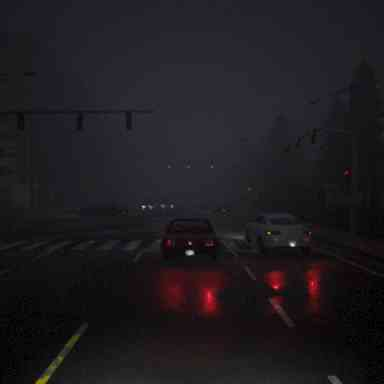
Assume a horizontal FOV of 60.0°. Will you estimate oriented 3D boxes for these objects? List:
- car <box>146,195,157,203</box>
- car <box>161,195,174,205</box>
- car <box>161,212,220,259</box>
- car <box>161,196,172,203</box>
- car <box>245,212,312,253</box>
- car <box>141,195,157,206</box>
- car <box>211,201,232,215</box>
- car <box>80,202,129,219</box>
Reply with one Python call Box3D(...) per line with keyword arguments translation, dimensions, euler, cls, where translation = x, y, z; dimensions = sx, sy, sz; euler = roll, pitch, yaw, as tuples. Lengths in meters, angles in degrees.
Box3D(translation=(-9.232, 1.583, 75.561), dimensions=(2.097, 1.767, 4.553), euler=(0, 0, -12), cls="car")
Box3D(translation=(-4.457, 1.532, 61.824), dimensions=(2.097, 1.767, 4.553), euler=(0, 0, 0), cls="car")
Box3D(translation=(-0.086, 1.637, 12.698), dimensions=(1.895, 1.301, 4.718), euler=(0, 0, -1), cls="car")
Box3D(translation=(-5.952, 1.749, 76.853), dimensions=(1.812, 1.442, 4.674), euler=(0, 0, -16), cls="car")
Box3D(translation=(3.401, 1.557, 13.648), dimensions=(1.812, 1.442, 4.674), euler=(0, 0, -1), cls="car")
Box3D(translation=(-7.948, 1.747, 60.467), dimensions=(1.994, 1.385, 4.181), euler=(0, 0, 0), cls="car")
Box3D(translation=(3.083, 1.615, 34.611), dimensions=(1.812, 1.442, 4.674), euler=(0, 0, -1), cls="car")
Box3D(translation=(-8.100, 1.629, 30.557), dimensions=(4.902, 1.511, 2.128), euler=(0, -1, 28), cls="car")
